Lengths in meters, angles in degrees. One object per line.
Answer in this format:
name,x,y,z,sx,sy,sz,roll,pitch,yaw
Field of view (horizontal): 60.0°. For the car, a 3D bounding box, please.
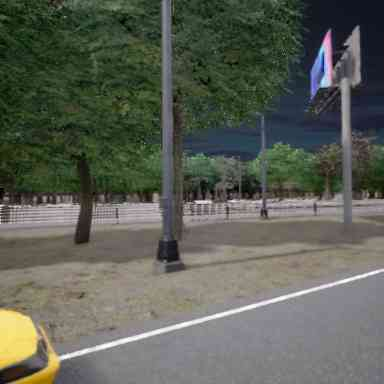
car,-3.870,1.508,2.403,5.366,1.575,1.801,0,0,-33
